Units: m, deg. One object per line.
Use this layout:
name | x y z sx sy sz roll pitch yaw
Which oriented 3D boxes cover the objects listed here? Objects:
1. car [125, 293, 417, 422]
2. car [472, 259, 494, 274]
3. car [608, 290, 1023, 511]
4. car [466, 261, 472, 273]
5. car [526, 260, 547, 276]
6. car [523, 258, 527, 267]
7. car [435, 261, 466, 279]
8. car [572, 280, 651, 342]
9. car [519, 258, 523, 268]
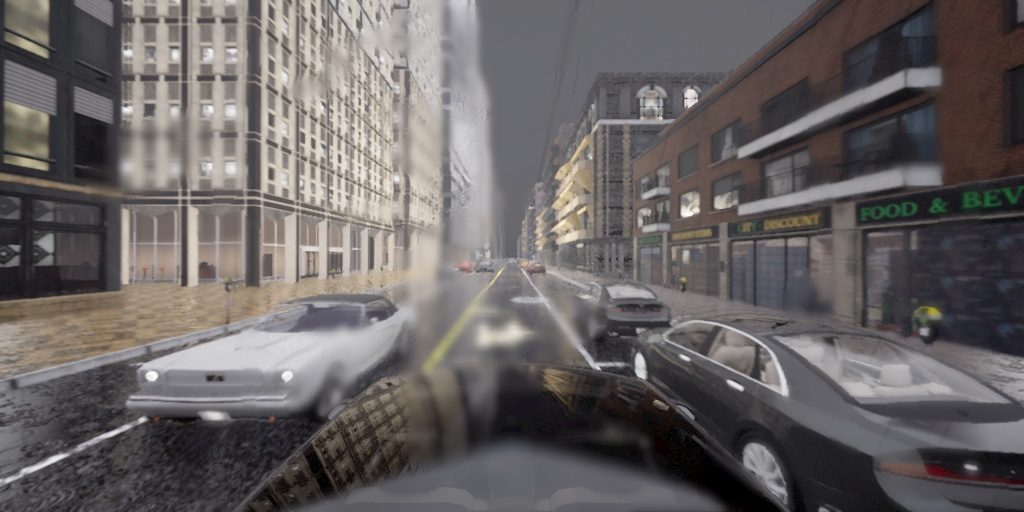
car | -3.085 1.352 5.928 1.895 1.301 4.718 0 0 0
car | -3.089 1.333 41.223 1.994 1.385 4.181 0 0 0
car | 2.690 1.301 3.929 2.007 1.370 4.403 0 0 0
car | -5.692 1.316 43.468 1.888 1.381 4.507 0 0 0
car | 2.688 1.349 37.820 1.802 1.307 4.207 0 0 0
car | 2.688 1.211 43.468 1.967 1.591 4.097 0 0 0
car | -5.691 1.313 32.170 2.007 1.370 4.403 0 0 0
car | 2.690 1.303 9.577 2.007 1.370 4.403 0 0 0
car | 2.347 1.243 61.315 1.801 1.575 5.366 0 0 0
